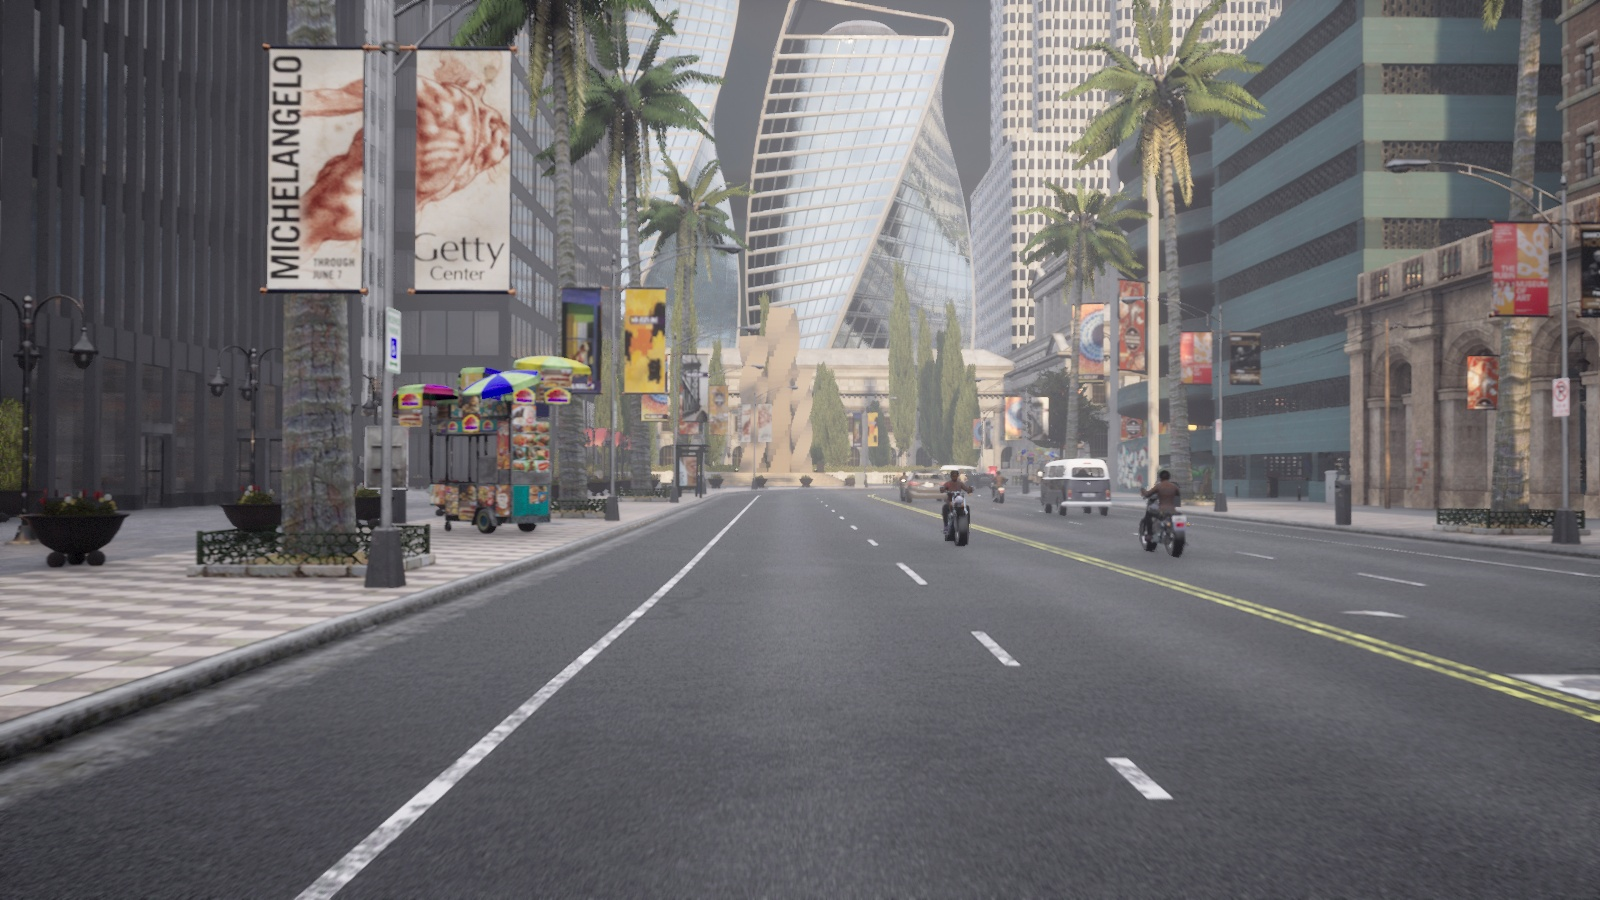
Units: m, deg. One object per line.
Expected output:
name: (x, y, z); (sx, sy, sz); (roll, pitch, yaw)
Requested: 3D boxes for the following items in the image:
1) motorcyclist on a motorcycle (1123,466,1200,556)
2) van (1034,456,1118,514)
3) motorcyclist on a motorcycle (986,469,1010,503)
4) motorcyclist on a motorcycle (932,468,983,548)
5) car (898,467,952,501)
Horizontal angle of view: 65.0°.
motorcyclist on a motorcycle: (6.908, 1.141, 24.135); (0.766, 1.649, 2.350); (0, -1, -1)
van: (10.112, 1.274, 46.363); (2.069, 2.038, 4.480); (0, -1, -1)
motorcyclist on a motorcycle: (9.893, 1.778, 62.887); (0.766, 1.649, 2.350); (0, -1, -1)
motorcyclist on a motorcycle: (3.369, 1.204, 27.036); (0.766, 1.649, 2.350); (0, -1, -1)
car: (6.372, 1.711, 64.397); (2.242, 1.667, 4.611); (0, -1, -1)
